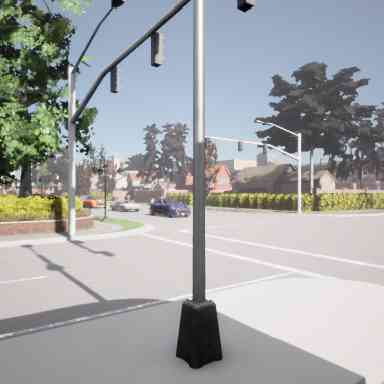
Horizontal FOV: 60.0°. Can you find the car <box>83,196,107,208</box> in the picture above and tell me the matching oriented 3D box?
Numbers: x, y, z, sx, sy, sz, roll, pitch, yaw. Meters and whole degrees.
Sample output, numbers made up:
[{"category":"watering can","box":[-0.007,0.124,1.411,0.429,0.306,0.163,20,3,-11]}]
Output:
[{"category":"car","box":[-13.712,1.352,46.866,2.097,1.767,4.553,0,0,-36]}]

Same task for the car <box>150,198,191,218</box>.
[{"category":"car","box":[-2.078,1.352,30.790,2.097,1.767,4.553,0,0,-36]}]

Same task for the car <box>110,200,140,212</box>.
[{"category":"car","box":[-7.822,1.601,38.726,1.895,1.301,4.718,0,0,-36]}]
